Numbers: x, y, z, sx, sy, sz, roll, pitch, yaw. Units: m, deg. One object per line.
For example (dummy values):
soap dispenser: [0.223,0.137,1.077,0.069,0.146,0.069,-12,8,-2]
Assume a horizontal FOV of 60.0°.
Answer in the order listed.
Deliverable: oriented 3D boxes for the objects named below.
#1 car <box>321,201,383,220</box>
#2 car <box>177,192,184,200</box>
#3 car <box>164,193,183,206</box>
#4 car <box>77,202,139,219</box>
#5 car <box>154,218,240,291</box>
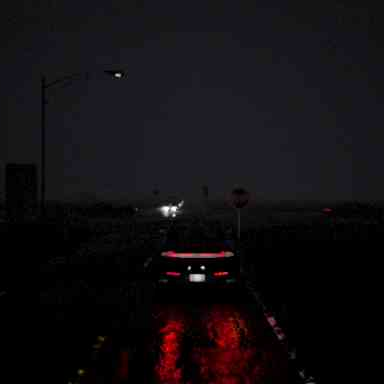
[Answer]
car: [13.491,1.482,27.328,5.357,1.411,2.033,0,1,3]
car: [-2.863,1.208,57.556,1.882,1.535,5.008,0,0,0]
car: [-2.892,1.263,47.946,2.128,1.511,4.902,0,0,1]
car: [-6.723,1.457,27.118,4.718,1.301,1.895,0,1,0]
car: [0.104,1.444,8.865,2.128,1.511,4.902,0,0,0]
